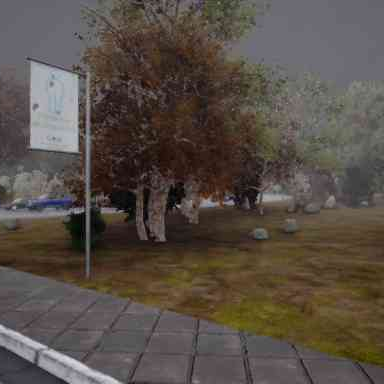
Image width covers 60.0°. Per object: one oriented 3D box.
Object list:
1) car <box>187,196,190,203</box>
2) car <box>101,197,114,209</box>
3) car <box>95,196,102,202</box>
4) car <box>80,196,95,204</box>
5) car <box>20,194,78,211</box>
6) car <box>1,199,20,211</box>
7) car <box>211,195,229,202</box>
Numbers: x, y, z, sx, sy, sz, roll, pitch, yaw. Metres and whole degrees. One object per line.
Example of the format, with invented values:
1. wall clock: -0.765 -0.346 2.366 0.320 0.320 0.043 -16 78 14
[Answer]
1. car: -1.979 1.178 60.013 1.837 1.490 4.892 0 0 35
2. car: -9.244 1.569 44.157 1.895 1.301 4.718 0 0 38
3. car: -11.024 1.312 47.930 2.097 1.767 4.553 0 0 37
4. car: -14.835 1.319 48.724 2.097 1.767 4.553 0 0 38
5. car: -17.119 1.212 40.129 2.150 2.045 5.566 0 0 39
6. car: -20.819 1.499 41.105 1.837 1.490 4.892 0 0 38
7. car: 5.663 1.359 65.108 2.033 1.411 5.357 0 0 31
